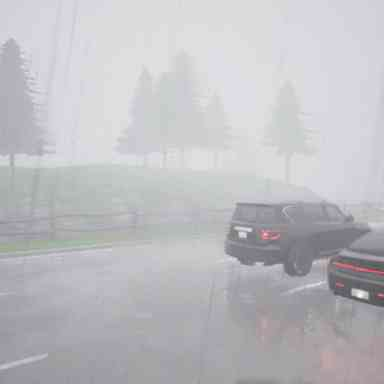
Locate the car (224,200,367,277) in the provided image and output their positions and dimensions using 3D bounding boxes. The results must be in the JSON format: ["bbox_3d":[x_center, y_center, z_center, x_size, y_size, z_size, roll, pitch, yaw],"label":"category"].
[{"bbox_3d":[3.559,1.261,10.595,5.566,2.045,2.150,0,0,-36],"label":"car"}]

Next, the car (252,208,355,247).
[{"bbox_3d":[5.607,1.608,16.363,5.357,1.411,2.033,0,0,-36],"label":"car"}]

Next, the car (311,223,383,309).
[{"bbox_3d":[4.932,1.540,7.271,4.892,1.490,1.837,0,0,-36],"label":"car"}]
